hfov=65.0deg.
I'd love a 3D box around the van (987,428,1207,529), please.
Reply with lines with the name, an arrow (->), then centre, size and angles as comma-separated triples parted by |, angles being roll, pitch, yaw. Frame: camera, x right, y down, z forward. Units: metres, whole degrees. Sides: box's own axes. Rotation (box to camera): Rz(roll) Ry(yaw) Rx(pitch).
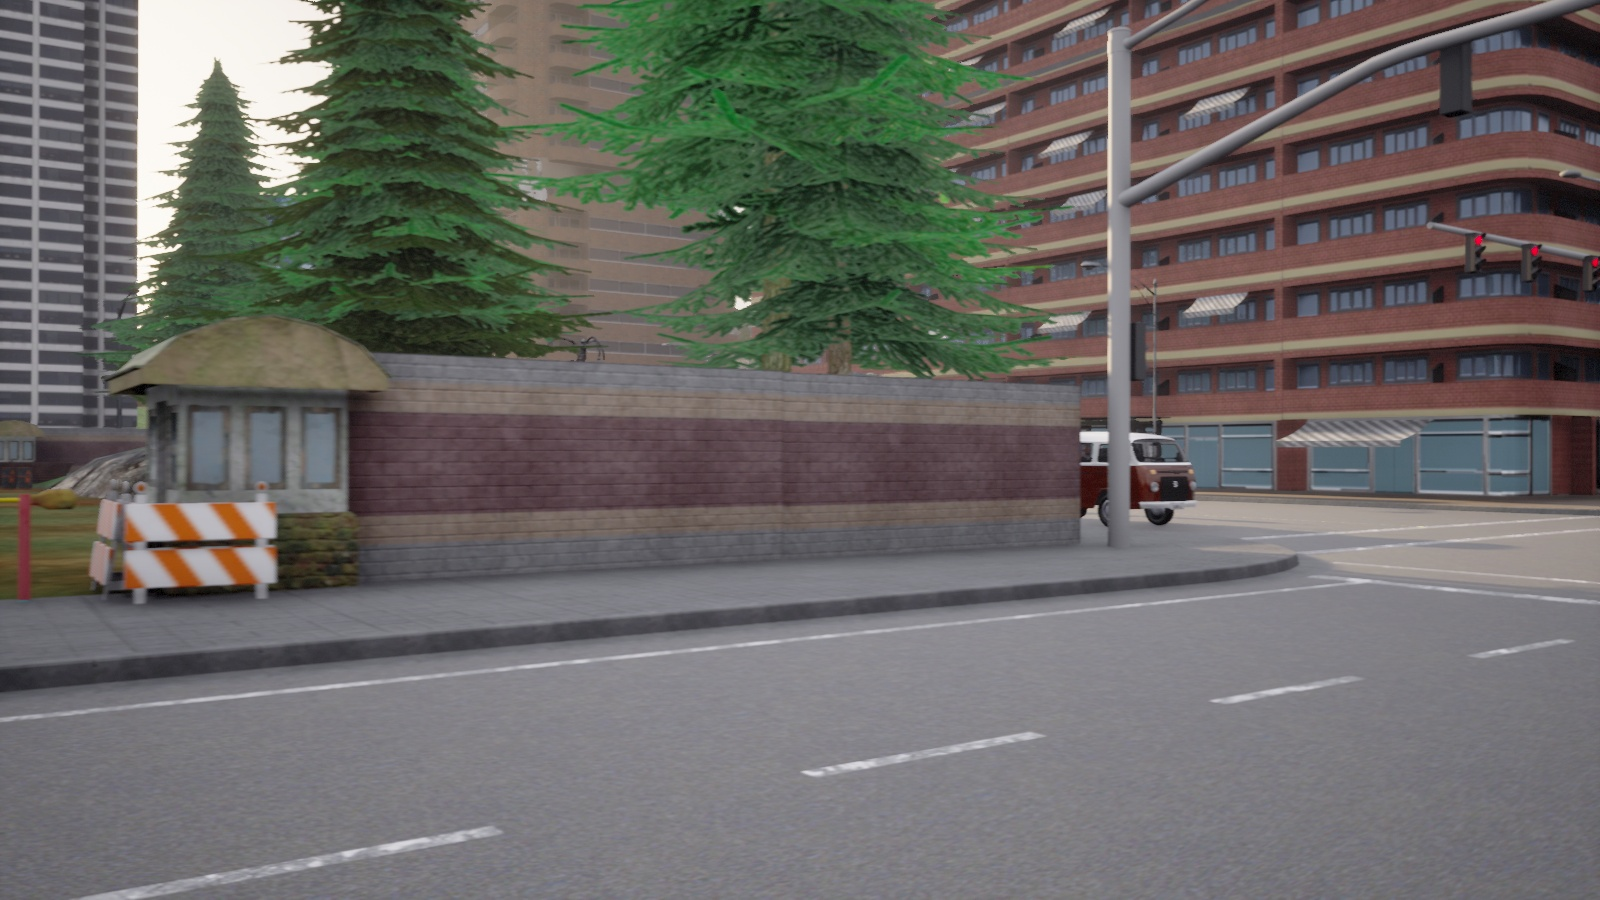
van -> 6.423, 0.578, 27.616 | 2.069, 2.038, 4.480 | 0, 0, -34
